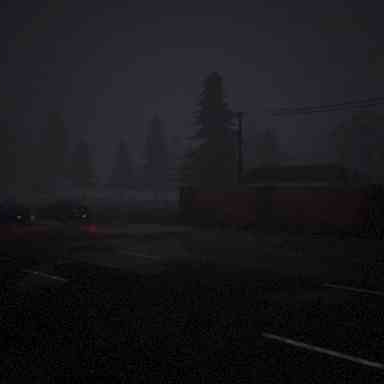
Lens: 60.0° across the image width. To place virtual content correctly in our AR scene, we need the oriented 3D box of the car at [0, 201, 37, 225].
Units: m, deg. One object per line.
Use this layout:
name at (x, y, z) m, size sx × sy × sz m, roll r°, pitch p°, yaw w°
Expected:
car at (-12.402, 1.346, 21.446) m, size 5.008 × 1.535 × 1.882 m, roll 0°, pitch 0°, yaw 36°

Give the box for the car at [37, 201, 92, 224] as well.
car at (-9.080, 1.369, 23.374) m, size 4.902 × 1.511 × 2.128 m, roll 0°, pitch 0°, yaw 36°
